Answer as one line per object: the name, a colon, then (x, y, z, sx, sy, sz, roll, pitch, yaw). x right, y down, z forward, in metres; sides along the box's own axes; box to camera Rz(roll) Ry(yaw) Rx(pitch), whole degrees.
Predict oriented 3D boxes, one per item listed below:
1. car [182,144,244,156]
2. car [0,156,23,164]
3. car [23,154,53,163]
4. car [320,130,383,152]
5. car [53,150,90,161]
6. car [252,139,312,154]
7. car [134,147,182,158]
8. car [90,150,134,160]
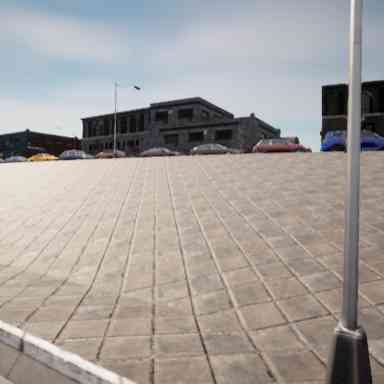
car: (2.085, -3.383, 28.847, 4.892, 1.521, 2.231, 1, 1, 27)
car: (-22.071, -3.828, 42.456, 4.674, 1.452, 2.002, 1, 1, 33)
car: (-17.359, -3.771, 39.528, 5.008, 1.535, 2.097, 1, 1, 32)
car: (12.267, -3.378, 24.066, 5.566, 2.045, 2.435, 2, 1, 25)
car: (-12.605, -3.801, 36.712, 4.553, 1.767, 2.185, 1, 1, 31)
car: (7.166, -3.392, 26.405, 4.553, 1.767, 2.185, 1, 1, 26)
car: (-2.748, -3.440, 31.305, 4.674, 1.452, 2.002, 1, 1, 28)
car: (-7.612, -3.546, 33.912, 4.792, 1.488, 2.163, 1, 1, 29)
